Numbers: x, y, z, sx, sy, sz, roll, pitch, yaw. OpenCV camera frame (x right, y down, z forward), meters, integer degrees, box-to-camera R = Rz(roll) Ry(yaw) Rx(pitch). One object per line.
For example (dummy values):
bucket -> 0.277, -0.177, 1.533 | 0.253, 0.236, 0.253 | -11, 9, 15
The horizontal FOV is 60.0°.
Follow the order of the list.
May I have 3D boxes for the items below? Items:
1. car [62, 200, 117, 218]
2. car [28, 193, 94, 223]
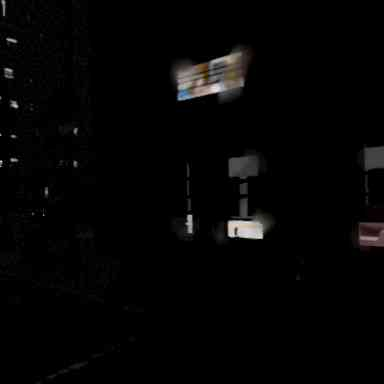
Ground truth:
car -> -9.132, 1.473, 29.993 | 1.887, 1.381, 4.507 | -1, 0, 36
car -> -9.350, 1.130, 25.158 | 2.150, 2.045, 5.566 | -1, 0, 36
